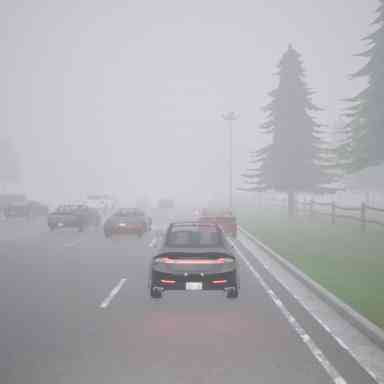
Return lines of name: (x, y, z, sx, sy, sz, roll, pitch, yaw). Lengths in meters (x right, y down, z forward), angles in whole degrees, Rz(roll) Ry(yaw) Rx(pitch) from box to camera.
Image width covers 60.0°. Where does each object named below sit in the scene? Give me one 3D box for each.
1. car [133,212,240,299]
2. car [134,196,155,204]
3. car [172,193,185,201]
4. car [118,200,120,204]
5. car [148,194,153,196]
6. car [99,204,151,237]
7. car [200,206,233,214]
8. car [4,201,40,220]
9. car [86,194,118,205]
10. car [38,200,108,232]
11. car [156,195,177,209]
car: (0.057, 1.492, 8.457, 2.128, 1.511, 4.902, 0, 0, 0)
car: (-6.875, 1.601, 47.047, 1.895, 1.301, 4.718, 0, 0, 0)
car: (-3.452, 1.225, 89.315, 2.150, 2.045, 5.566, 0, 0, 0)
car: (-13.869, 1.564, 57.770, 1.994, 1.385, 4.181, 0, 0, 0)
car: (-10.445, 1.596, 73.537, 1.895, 1.301, 4.718, 0, 0, 0)
car: (-3.391, 1.564, 18.177, 1.994, 1.385, 4.181, 0, 0, 0)
car: (1.234, 1.478, 17.799, 1.882, 1.535, 5.008, 0, 0, 0)
car: (-13.953, 1.477, 28.373, 1.882, 1.535, 5.008, 0, 0, -1)
car: (-10.379, 1.221, 37.721, 2.150, 2.045, 5.566, 0, 0, 0)
car: (-6.888, 1.491, 19.908, 2.128, 1.511, 4.902, 0, 0, 0)
car: (-3.376, 1.477, 44.310, 1.882, 1.535, 5.008, 0, 0, 0)
